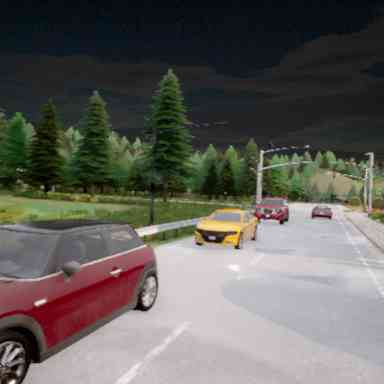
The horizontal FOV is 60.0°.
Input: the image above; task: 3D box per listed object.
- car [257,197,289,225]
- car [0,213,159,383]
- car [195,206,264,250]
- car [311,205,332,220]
[{"bbox_3d":[6.737,1.475,27.574,2.150,2.045,5.566,3,0,22],"label":"car"},{"bbox_3d":[-2.296,1.241,5.005,2.097,1.767,4.553,3,0,22],"label":"car"},{"bbox_3d":[1.710,1.528,15.046,1.882,1.535,5.008,3,0,22],"label":"car"},{"bbox_3d":[13.782,2.119,35.310,1.994,1.385,4.181,3,0,22],"label":"car"}]
